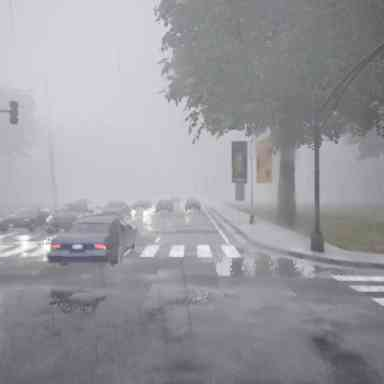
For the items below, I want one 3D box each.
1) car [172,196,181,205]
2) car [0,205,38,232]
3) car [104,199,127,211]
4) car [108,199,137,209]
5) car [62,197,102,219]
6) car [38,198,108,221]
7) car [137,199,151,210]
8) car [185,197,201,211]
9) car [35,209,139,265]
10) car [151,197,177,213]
[{"bbox_3d":[-3.156,1.542,62.207,2.128,1.511,4.902,0,0,0],"label":"car"},{"bbox_3d":[-9.835,1.550,20.477,1.812,1.442,4.674,0,0,1],"label":"car"},{"bbox_3d":[-9.823,1.607,43.064,1.994,1.385,4.181,0,0,0],"label":"car"},{"bbox_3d":[-6.593,1.581,29.299,2.033,1.411,5.357,0,0,0],"label":"car"},{"bbox_3d":[-9.838,1.385,30.076,2.097,1.767,4.553,0,0,0],"label":"car"},{"bbox_3d":[-6.594,1.375,19.115,2.097,1.767,4.553,0,0,0],"label":"car"},{"bbox_3d":[-6.565,1.645,44.025,1.895,1.301,4.718,0,0,1],"label":"car"},{"bbox_3d":[0.105,1.645,42.041,1.895,1.301,4.718,0,0,0],"label":"car"},{"bbox_3d":[-3.150,1.562,11.656,2.033,1.411,5.357,0,0,0],"label":"car"},{"bbox_3d":[-3.145,1.589,38.439,2.033,1.411,5.357,0,0,0],"label":"car"}]
